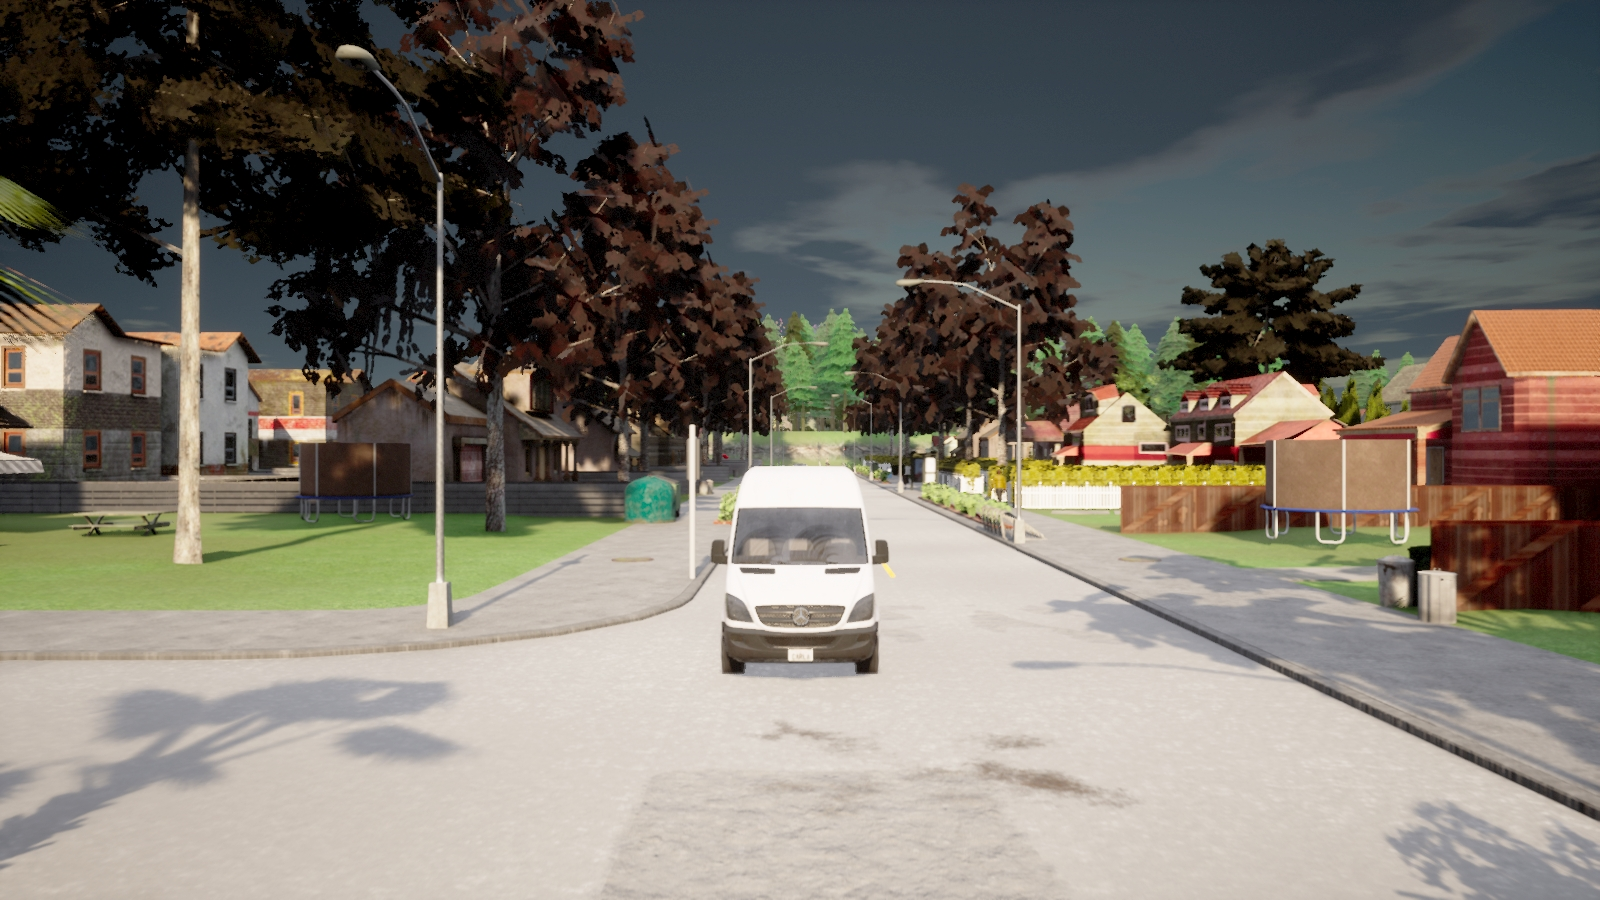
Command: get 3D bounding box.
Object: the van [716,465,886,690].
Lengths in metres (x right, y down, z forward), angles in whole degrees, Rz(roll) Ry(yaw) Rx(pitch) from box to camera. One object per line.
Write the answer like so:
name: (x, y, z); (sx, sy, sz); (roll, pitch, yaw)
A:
van: (0.002, 1.535, 16.319); (1.988, 2.561, 5.915); (0, 0, 0)

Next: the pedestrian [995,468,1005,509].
pedestrian: (9.158, 1.744, 52.374); (0.375, 1.860, 0.375); (0, 0, -2)
